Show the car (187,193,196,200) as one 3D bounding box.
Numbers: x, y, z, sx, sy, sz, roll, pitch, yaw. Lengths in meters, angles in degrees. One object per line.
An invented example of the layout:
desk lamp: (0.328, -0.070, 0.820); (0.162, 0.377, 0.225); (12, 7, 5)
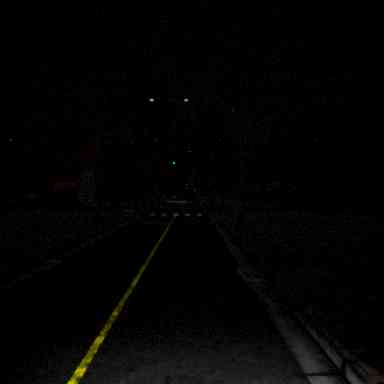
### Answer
car: (-0.075, 1.211, 79.286); (1.812, 1.442, 4.674); (0, 0, 0)

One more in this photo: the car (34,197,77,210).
car: (-15.108, 1.240, 36.898); (4.507, 1.381, 1.887); (0, 0, 0)

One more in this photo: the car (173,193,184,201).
car: (-2.816, 1.040, 70.189); (2.097, 1.767, 4.553); (0, 0, 0)

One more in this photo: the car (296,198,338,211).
car: (13.922, 1.335, 37.097); (4.403, 1.369, 2.008); (0, 0, 0)

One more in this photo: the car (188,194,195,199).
car: (-0.084, 1.171, 89.302); (1.837, 1.490, 4.892); (0, 0, 0)

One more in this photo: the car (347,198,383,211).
car: (19.597, 1.373, 37.136); (4.313, 1.339, 1.947); (0, 0, 0)

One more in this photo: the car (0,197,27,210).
car: (-20.957, 1.209, 36.857); (4.829, 1.417, 1.752); (0, 0, 0)
